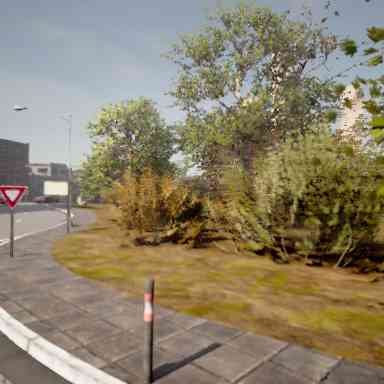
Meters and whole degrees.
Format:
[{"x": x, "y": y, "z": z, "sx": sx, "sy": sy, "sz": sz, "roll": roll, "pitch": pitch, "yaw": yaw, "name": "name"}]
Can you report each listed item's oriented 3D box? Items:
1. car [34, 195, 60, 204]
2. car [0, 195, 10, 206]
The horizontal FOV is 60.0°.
[{"x": -22.358, "y": 1.137, "z": 51.416, "sx": 2.033, "sy": 1.411, "sz": 5.357, "roll": 1, "pitch": -2, "yaw": 2, "name": "car"}, {"x": -24.560, "y": 1.084, "z": 43.682, "sx": 1.895, "sy": 1.301, "sz": 4.718, "roll": 1, "pitch": 1, "yaw": -14, "name": "car"}]
